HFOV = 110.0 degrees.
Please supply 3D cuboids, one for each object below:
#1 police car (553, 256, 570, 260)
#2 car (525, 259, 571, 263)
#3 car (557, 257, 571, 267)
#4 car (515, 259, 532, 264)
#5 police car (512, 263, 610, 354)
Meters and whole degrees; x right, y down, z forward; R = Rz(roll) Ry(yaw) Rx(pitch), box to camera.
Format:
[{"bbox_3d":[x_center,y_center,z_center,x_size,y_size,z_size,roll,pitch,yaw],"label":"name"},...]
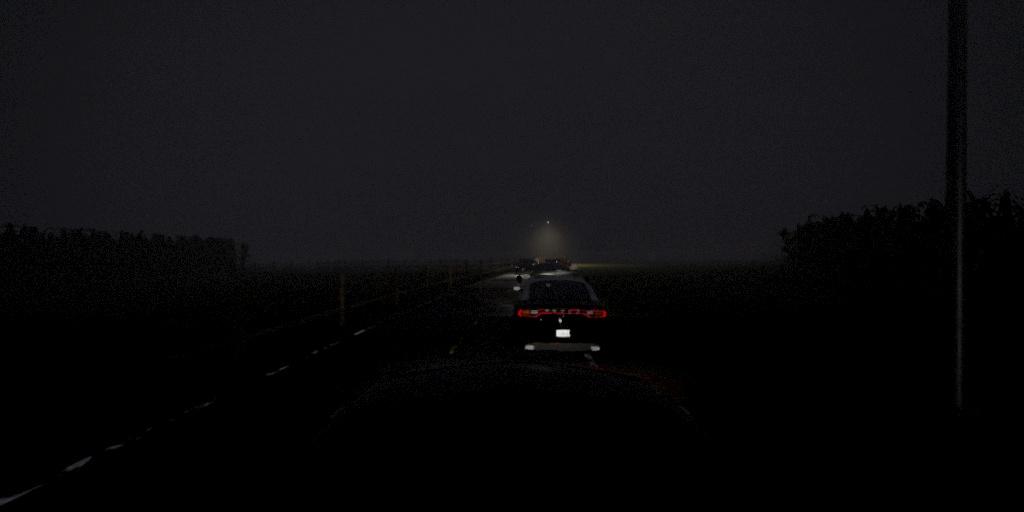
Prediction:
[{"bbox_3d":[2.796,1.030,24.510,1.930,1.638,5.238,0,0,9],"label":"police car"},{"bbox_3d":[1.923,1.123,18.554,1.882,1.535,5.008,0,0,7],"label":"car"},{"bbox_3d":[8.128,0.952,56.140,1.994,1.385,4.181,0,0,11],"label":"car"},{"bbox_3d":[1.531,1.025,37.250,1.837,1.490,4.892,0,0,11],"label":"car"},{"bbox_3d":[1.039,1.133,8.857,1.930,1.638,5.238,0,0,3],"label":"police car"}]
